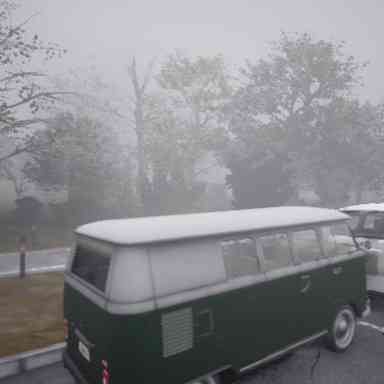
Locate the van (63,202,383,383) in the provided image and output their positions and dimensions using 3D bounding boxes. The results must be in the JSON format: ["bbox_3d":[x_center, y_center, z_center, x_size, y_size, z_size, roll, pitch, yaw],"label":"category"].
[{"bbox_3d":[0.696,1.248,4.552,4.442,1.987,1.878,-1,0,-36],"label":"van"}]
